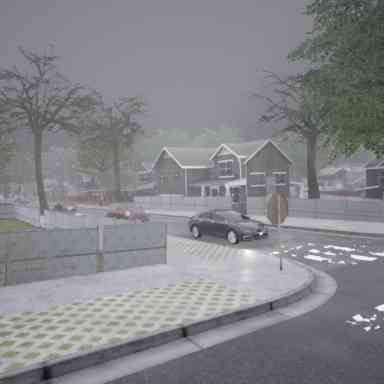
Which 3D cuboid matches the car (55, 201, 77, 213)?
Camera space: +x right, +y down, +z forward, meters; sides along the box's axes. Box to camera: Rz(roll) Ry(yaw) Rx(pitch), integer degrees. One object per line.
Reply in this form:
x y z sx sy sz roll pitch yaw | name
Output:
-16.117 1.897 42.315 2.128 1.511 4.902 -3 1 -35 | car

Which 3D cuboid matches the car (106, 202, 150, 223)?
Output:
-5.194 1.589 26.680 2.097 1.767 4.553 -3 2 -35 | car

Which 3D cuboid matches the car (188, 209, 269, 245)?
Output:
1.700 1.645 16.882 1.837 1.490 4.892 -3 1 -35 | car
